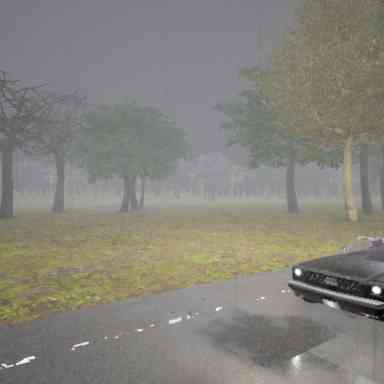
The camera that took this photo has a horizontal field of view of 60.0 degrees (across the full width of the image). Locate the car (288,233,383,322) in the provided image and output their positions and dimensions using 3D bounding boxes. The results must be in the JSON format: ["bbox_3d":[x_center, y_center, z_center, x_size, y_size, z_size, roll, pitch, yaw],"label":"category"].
[{"bbox_3d":[4.169,1.604,6.965,4.718,1.301,1.895,0,0,-36],"label":"car"}]
